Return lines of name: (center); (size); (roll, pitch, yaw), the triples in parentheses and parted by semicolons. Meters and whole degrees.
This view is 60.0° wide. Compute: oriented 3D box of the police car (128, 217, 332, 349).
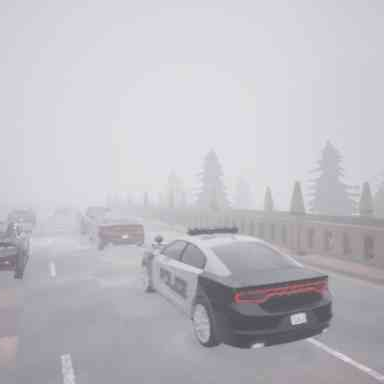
police car: (0.349, 1.510, 6.769); (1.930, 1.638, 5.238); (0, -1, -24)

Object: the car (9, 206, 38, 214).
car: (-13.542, 1.900, 26.709); (2.128, 1.511, 4.902); (0, -1, -24)

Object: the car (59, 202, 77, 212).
car: (-19.169, 2.248, 51.526); (1.812, 1.442, 4.674); (0, -1, -11)

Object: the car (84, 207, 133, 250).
car: (-3.722, 1.697, 15.781); (1.882, 1.535, 5.008); (0, -1, -24)

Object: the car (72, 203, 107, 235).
car: (-6.181, 1.651, 21.222); (2.097, 1.767, 4.553); (0, -1, -24)

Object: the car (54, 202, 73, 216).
car: (-15.576, 2.126, 40.032); (2.033, 1.411, 5.357); (0, -1, -19)

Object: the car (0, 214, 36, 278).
car: (-6.080, 1.653, 10.190); (2.128, 1.511, 4.902); (0, -1, -24)
